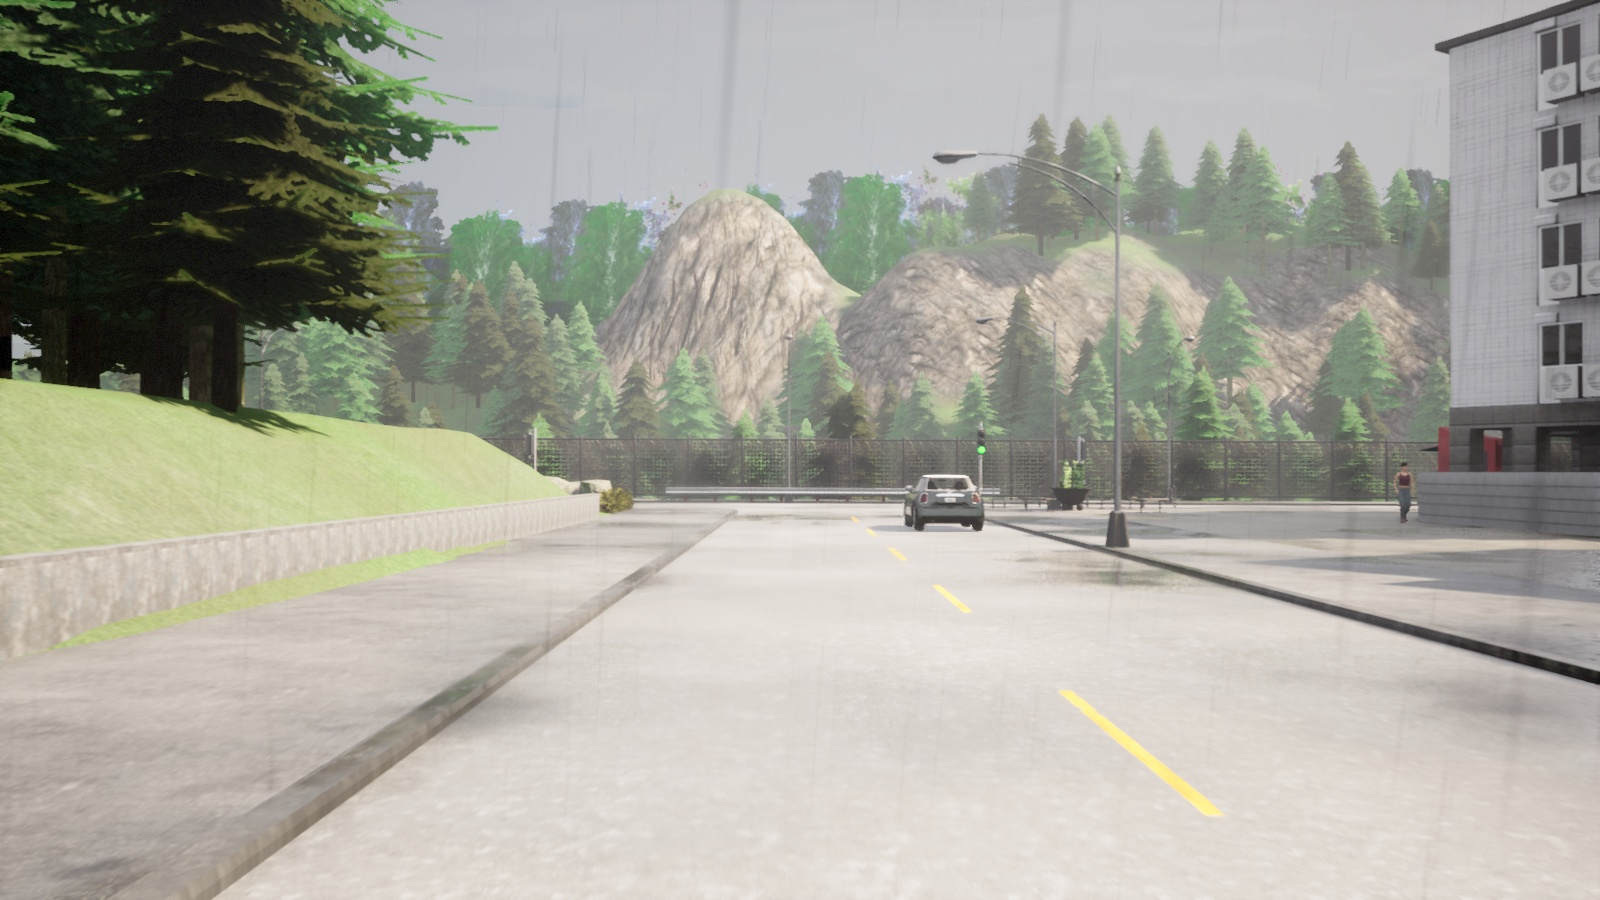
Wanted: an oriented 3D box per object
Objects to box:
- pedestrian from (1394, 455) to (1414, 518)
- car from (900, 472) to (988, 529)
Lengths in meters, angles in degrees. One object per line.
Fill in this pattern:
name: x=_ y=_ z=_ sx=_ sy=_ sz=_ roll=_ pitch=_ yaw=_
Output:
pedestrian: x=17.624 y=1.068 z=36.669 sx=0.345 sy=1.836 sz=0.594 roll=0 pitch=-1 yaw=9
car: x=3.920 y=1.345 z=34.696 sx=1.970 sy=1.475 sz=3.806 roll=0 pitch=-1 yaw=0
